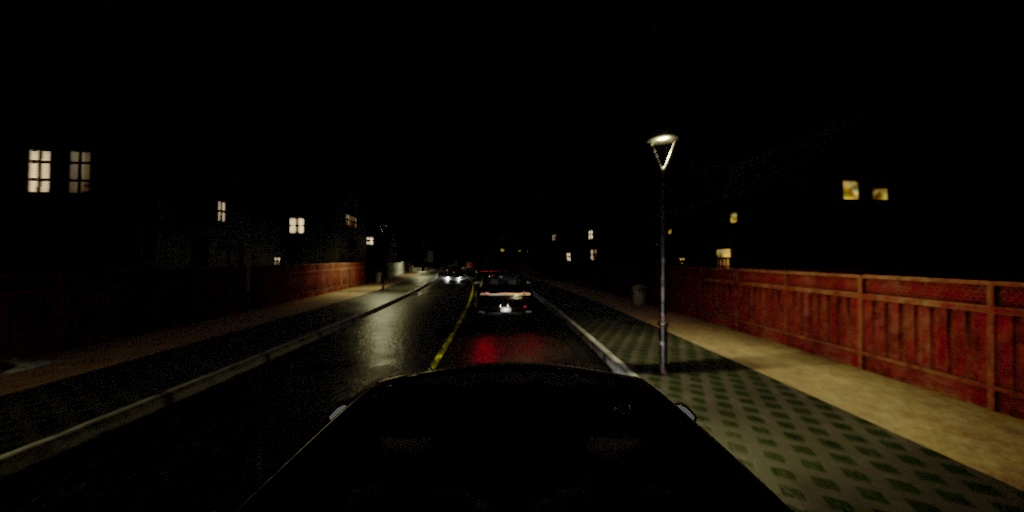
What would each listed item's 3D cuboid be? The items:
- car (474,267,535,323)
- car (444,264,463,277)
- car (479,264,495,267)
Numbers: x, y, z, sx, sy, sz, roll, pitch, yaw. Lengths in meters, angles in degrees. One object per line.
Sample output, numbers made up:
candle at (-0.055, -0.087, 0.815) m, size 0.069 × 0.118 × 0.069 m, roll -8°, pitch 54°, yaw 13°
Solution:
car at (-0.307, 1.301, 12.500) m, size 2.128 × 1.511 × 4.902 m, roll 0°, pitch 0°, yaw -3°
car at (-6.679, 1.615, 40.913) m, size 1.994 × 1.385 × 4.181 m, roll 0°, pitch -1°, yaw -10°
car at (-2.315, 1.475, 32.498) m, size 1.837 × 1.490 × 4.892 m, roll 0°, pitch 0°, yaw -8°
